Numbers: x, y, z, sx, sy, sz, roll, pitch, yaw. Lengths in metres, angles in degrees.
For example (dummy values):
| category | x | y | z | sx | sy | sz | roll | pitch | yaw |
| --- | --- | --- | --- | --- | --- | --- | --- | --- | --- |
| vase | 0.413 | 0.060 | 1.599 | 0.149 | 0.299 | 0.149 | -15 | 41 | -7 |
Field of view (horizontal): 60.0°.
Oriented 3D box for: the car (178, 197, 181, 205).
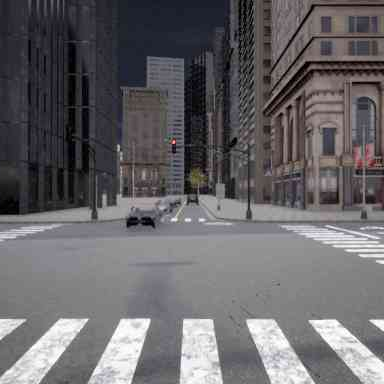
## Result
| category | x | y | z | sx | sy | sz | roll | pitch | yaw |
| --- | --- | --- | --- | --- | --- | --- | --- | --- | --- |
| car | -3.053 | 1.579 | 49.445 | 1.837 | 1.490 | 4.892 | 0 | 0 | 0 |

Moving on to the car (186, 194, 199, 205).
| category | x | y | z | sx | sy | sz | roll | pitch | yaw |
| --- | --- | --- | --- | --- | --- | --- | --- | --- | --- |
| car | 0.109 | 1.335 | 62.098 | 2.150 | 2.045 | 5.566 | 0 | 0 | 0 |

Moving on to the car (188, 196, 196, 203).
| category | x | y | z | sx | sy | sz | roll | pitch | yaw |
| --- | --- | --- | --- | --- | --- | --- | --- | --- | --- |
| car | 0.000 | 1.657 | 75.286 | 1.837 | 1.490 | 4.892 | 0 | 0 | 0 |

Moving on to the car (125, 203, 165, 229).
| category | x | y | z | sx | sy | sz | roll | pitch | yaw |
| --- | --- | --- | --- | --- | --- | --- | --- | --- | --- |
| car | -3.063 | 1.619 | 21.775 | 1.895 | 1.301 | 4.718 | 0 | 0 | 0 |

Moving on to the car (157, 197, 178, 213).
| category | x | y | z | sx | sy | sz | roll | pitch | yaw |
| --- | --- | --- | --- | --- | --- | --- | --- | --- | --- |
| car | -3.061 | 1.538 | 36.973 | 2.128 | 1.511 | 4.902 | 0 | 0 | 0 |

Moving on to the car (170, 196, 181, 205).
| category | x | y | z | sx | sy | sz | roll | pitch | yaw |
| --- | --- | --- | --- | --- | --- | --- | --- | --- | --- |
| car | -3.003 | 1.587 | 61.798 | 1.882 | 1.535 | 5.008 | 0 | 0 | 0 |
